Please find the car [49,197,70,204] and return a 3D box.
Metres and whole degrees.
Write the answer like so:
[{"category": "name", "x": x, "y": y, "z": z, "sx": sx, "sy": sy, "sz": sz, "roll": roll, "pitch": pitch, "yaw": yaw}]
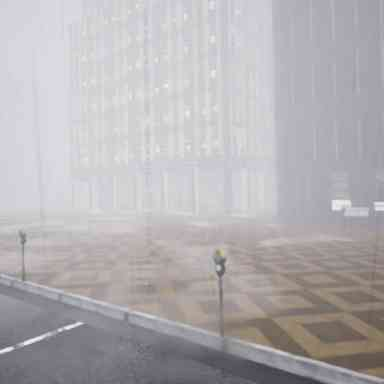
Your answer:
[{"category": "car", "x": -27.823, "y": 1.754, "z": 70.272, "sx": 1.967, "sy": 1.590, "sz": 4.097, "roll": -1, "pitch": 0, "yaw": 36}]
